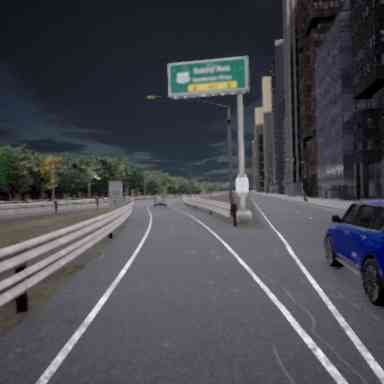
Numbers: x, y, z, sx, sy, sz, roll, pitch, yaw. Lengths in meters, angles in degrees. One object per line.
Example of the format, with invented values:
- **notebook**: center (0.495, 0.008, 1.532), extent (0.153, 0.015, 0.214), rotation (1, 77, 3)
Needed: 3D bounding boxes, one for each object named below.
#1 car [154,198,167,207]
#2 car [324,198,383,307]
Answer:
- **car**: center (-4.854, 1.572, 50.572), extent (2.033, 1.411, 5.357), rotation (-2, 0, -6)
- **car**: center (4.753, 1.139, 7.795), extent (2.150, 2.045, 5.566), rotation (-1, 0, 9)
